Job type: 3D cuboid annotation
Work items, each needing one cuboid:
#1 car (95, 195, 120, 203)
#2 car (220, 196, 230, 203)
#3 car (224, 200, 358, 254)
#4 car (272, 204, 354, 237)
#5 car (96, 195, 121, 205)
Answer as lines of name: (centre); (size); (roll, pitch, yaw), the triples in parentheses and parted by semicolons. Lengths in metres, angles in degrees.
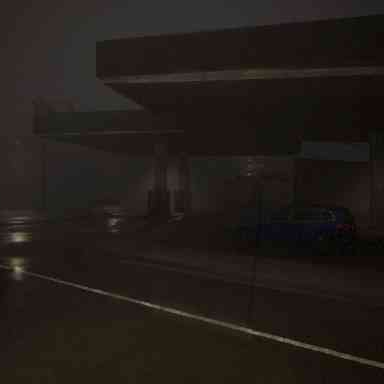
car: (-18.008, 1.500, 70.819); (4.892, 1.490, 1.837); (0, 0, -42)
car: (7.670, 1.564, 66.626); (4.181, 1.385, 1.994); (0, 0, -5)
car: (3.886, 1.295, 12.999); (4.611, 1.667, 2.242); (0, 0, 35)
car: (6.567, 1.456, 18.137); (3.806, 1.475, 1.970); (0, 0, 35)
car: (-14.746, 1.564, 59.068); (1.994, 1.385, 4.181); (0, 0, 41)
